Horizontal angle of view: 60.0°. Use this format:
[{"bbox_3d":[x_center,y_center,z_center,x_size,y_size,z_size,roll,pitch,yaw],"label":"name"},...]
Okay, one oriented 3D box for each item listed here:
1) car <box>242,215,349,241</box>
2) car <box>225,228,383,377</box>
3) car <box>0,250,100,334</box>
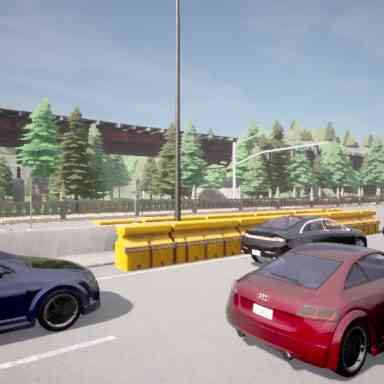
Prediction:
[{"bbox_3d":[3.773,1.491,10.750,4.902,1.511,2.128,0,0,-36],"label":"car"},{"bbox_3d":[2.583,1.564,5.603,4.181,1.385,1.994,0,0,-35],"label":"car"},{"bbox_3d":[-3.684,1.564,5.415,4.181,1.385,1.994,0,0,-36],"label":"car"}]
